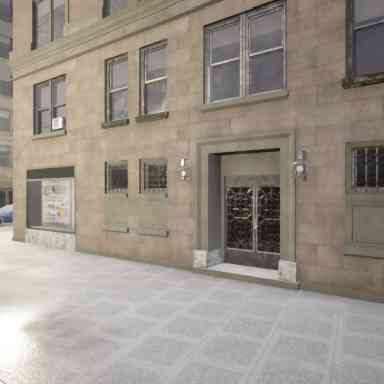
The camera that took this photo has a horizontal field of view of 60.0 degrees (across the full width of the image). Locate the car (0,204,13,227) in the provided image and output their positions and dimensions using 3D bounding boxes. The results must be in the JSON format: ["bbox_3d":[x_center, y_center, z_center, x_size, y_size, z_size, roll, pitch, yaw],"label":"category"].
[{"bbox_3d":[-11.884,1.512,23.025,2.033,1.411,5.357,0,0,39],"label":"car"}]
